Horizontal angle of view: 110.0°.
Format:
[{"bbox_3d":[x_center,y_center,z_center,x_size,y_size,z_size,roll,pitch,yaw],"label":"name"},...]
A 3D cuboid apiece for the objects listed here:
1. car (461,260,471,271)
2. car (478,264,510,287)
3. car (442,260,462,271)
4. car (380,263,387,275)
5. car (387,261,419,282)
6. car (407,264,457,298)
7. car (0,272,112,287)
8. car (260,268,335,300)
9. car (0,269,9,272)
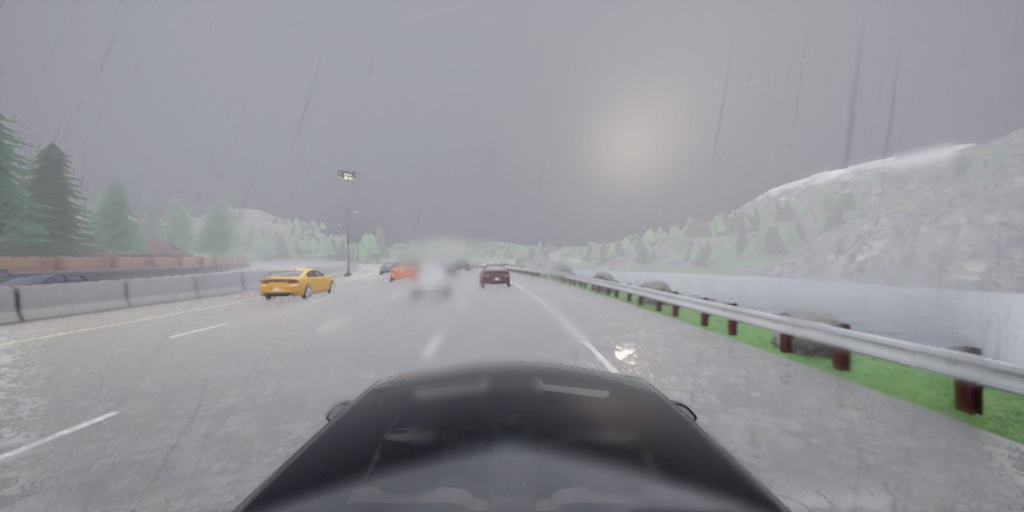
[{"bbox_3d":[-7.513,1.330,54.088,2.097,1.767,4.553,-1,0,-17],"label":"car"},{"bbox_3d":[-1.292,1.310,25.322,1.882,1.535,5.008,0,0,-8],"label":"car"},{"bbox_3d":[-7.445,1.488,41.637,2.033,1.411,5.357,0,0,-15],"label":"car"},{"bbox_3d":[-15.280,1.571,44.337,2.033,1.411,5.357,0,0,-16],"label":"car"},{"bbox_3d":[-9.367,1.281,31.653,2.097,1.767,4.553,-1,0,-10],"label":"car"},{"bbox_3d":[-4.167,1.368,19.347,1.812,1.442,4.674,0,0,-6],"label":"car"},{"bbox_3d":[-21.587,1.549,16.625,2.033,1.411,5.357,-1,0,-5],"label":"car"},{"bbox_3d":[-11.135,1.386,19.035,1.882,1.535,5.008,0,0,-6],"label":"car"},{"bbox_3d":[-25.051,1.383,15.821,2.097,1.767,4.553,-1,0,-4],"label":"car"}]
